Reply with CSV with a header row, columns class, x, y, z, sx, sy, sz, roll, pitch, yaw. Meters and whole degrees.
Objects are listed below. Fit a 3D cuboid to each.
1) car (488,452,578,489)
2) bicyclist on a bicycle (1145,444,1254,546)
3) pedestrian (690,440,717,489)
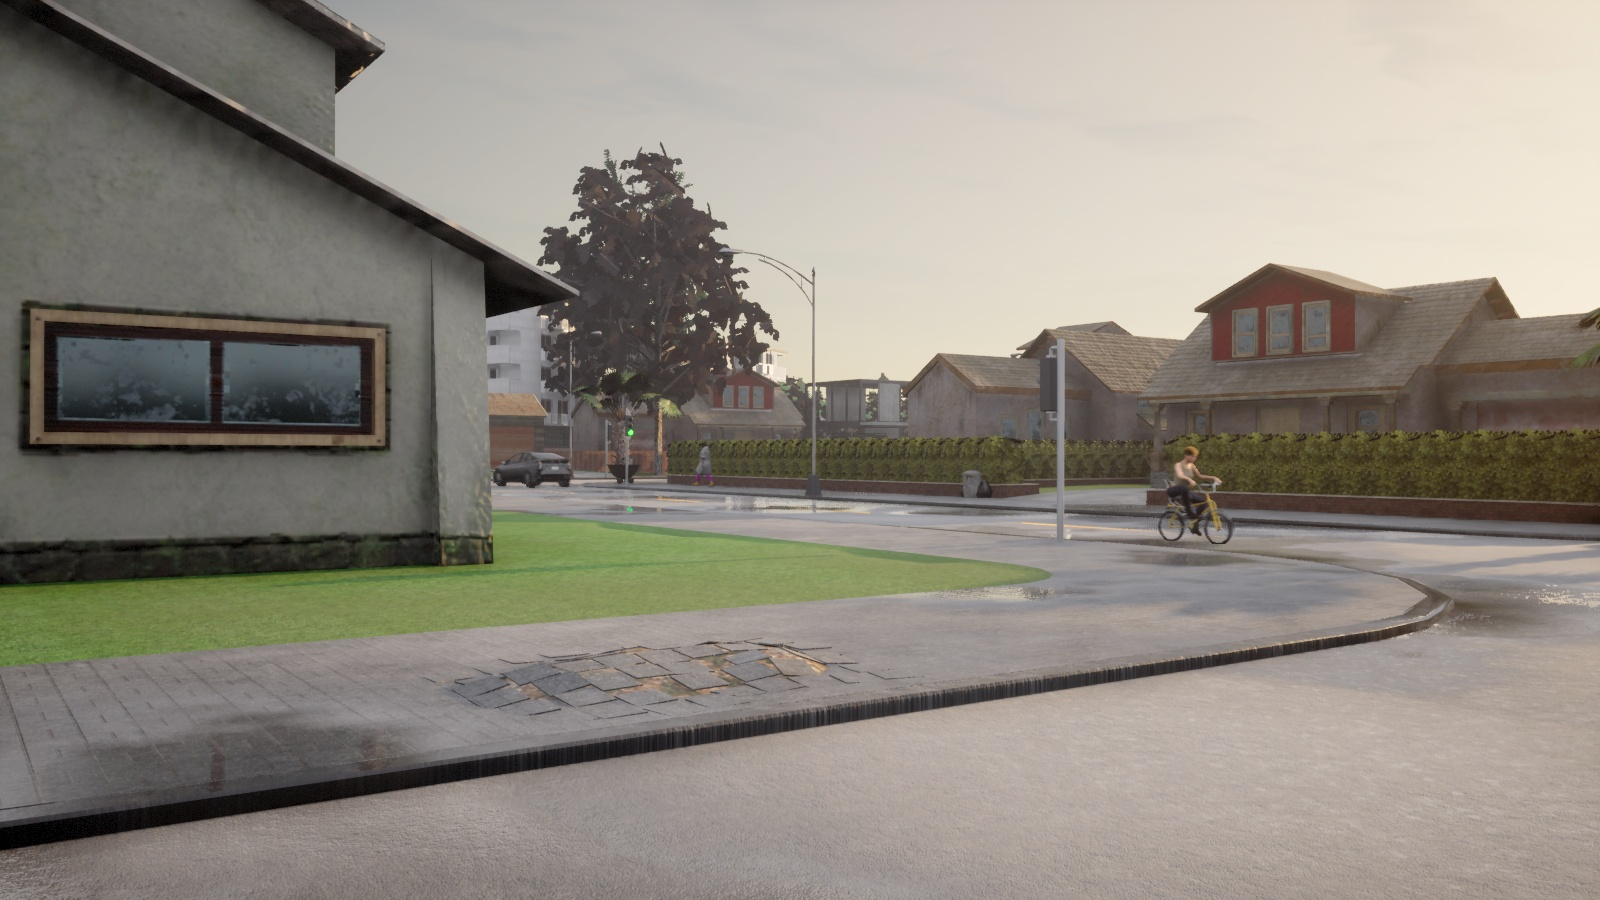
class,x,y,z,sx,sy,sz,roll,pitch,yaw
car,-11.466,0.847,53.664,2.007,1.525,4.514,0,0,-38
bicyclist on a bicycle,6.604,0.718,20.810,0.866,1.612,1.509,0,0,-34
pedestrian,-3.944,0.588,51.186,0.873,1.952,0.659,0,0,32
